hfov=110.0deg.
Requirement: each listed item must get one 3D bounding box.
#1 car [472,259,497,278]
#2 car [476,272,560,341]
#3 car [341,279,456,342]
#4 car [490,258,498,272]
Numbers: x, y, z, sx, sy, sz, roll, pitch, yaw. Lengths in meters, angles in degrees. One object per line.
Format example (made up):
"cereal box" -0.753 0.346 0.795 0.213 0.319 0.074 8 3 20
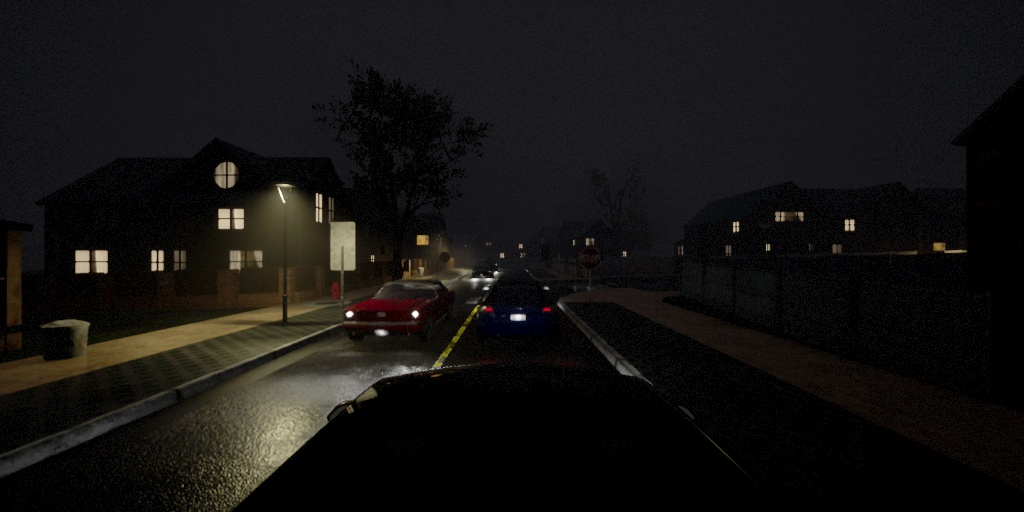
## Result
"car" -2.759 1.311 34.587 2.033 1.411 5.357 0 0 -1
"car" 0.125 1.320 9.896 1.994 1.385 4.181 0 0 0
"car" -2.830 1.357 9.990 1.895 1.301 4.718 0 0 0
"car" -2.858 1.118 46.707 2.097 1.767 4.553 0 0 -1
